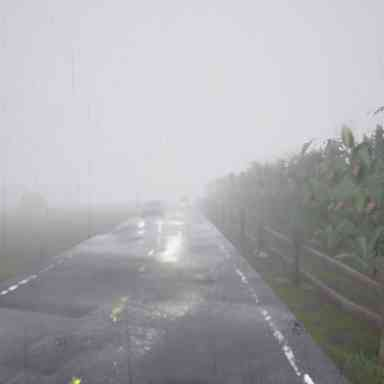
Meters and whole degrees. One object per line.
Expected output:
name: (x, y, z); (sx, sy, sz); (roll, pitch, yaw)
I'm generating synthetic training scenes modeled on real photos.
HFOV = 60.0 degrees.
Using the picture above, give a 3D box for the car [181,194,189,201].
car: (-1.639, 1.344, 79.180); (1.837, 1.490, 4.892); (0, 0, 0)

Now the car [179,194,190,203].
car: (-1.550, 1.451, 68.785); (1.837, 1.490, 4.892); (0, 0, -1)

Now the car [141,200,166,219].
car: (-3.316, 1.485, 29.222); (1.837, 1.490, 4.892); (0, 0, -1)
